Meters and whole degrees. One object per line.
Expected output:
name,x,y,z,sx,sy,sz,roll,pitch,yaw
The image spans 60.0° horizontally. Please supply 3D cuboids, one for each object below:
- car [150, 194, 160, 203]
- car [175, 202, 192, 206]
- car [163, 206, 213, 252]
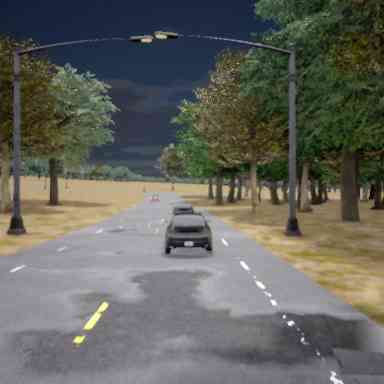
car,-7.869,1.313,71.475,2.097,1.767,4.553,0,1,-5
car,-0.791,1.649,29.410,1.837,1.490,4.892,0,0,-3
car,-0.172,1.615,14.381,1.837,1.490,4.892,0,0,-1
